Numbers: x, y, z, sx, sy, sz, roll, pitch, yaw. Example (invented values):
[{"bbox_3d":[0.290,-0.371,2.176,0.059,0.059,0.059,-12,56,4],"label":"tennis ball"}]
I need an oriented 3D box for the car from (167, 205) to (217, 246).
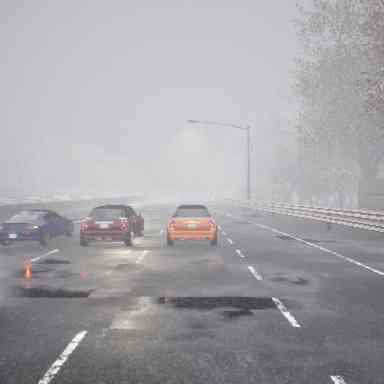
[{"bbox_3d":[0.006,1.361,15.506,2.097,1.767,4.553,0,0,0],"label":"car"}]

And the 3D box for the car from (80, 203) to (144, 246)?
[{"bbox_3d":[-3.495,1.361,15.347,2.097,1.767,4.553,0,0,0],"label":"car"}]

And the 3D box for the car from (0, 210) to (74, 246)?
[{"bbox_3d":[-6.996,1.536,15.296,1.812,1.442,4.674,0,0,0],"label":"car"}]
